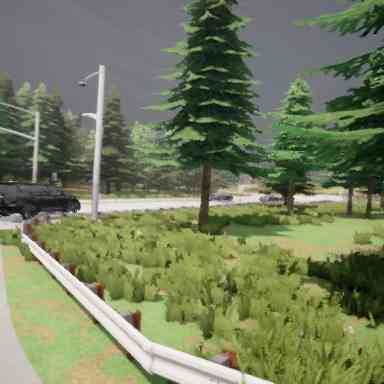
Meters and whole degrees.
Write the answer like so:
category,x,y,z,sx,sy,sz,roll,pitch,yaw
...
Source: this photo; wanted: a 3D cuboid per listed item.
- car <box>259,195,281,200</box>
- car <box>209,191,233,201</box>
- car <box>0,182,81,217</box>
category,x,y,z,sx,sy,sz,roll,pitch,yaw
car,12.692,1.043,54.886,2.033,1.411,5.357,5,2,32
car,4.221,0.662,48.015,1.882,1.535,5.008,5,2,32
car,-9.347,0.486,20.380,2.150,2.045,5.566,3,2,23
